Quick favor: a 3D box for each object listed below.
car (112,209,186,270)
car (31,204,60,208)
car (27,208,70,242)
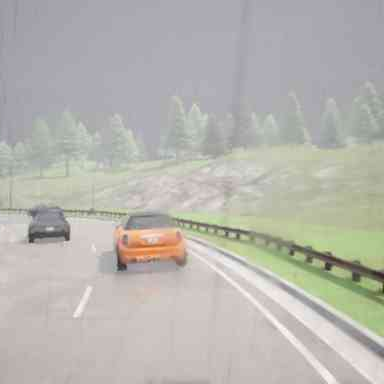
[{"bbox_3d":[-1.668,1.440,11.717,2.097,1.767,4.553,-1,0,-15],"label":"car"},{"bbox_3d":[-14.730,1.898,33.127,4.902,1.511,2.128,-1,-1,42],"label":"car"},{"bbox_3d":[-7.780,1.782,17.999,1.994,1.385,4.181,-1,0,-26],"label":"car"}]
